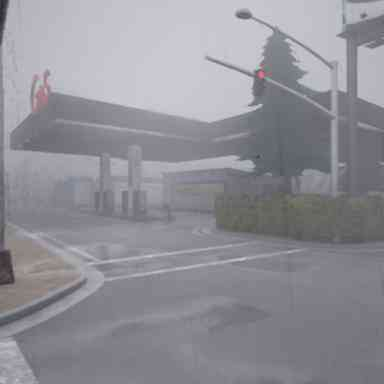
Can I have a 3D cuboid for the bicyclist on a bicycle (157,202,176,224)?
[{"bbox_3d":[-1.912,1.579,24.933,1.656,1.620,0.582,-1,0,-35],"label":"bicyclist on a bicycle"}]
